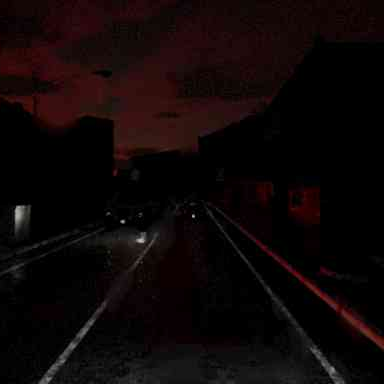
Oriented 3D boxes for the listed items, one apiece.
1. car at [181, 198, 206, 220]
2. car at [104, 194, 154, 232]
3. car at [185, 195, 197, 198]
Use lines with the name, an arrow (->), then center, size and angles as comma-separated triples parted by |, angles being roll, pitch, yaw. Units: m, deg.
car -> 0.105, 1.460, 26.677 | 1.895, 1.301, 4.718 | 0, 1, 0
car -> -3.592, 1.151, 20.035 | 2.150, 2.045, 5.566 | 0, 1, 0
car -> -0.110, 1.107, 42.723 | 1.837, 1.490, 4.892 | 0, 1, -3
